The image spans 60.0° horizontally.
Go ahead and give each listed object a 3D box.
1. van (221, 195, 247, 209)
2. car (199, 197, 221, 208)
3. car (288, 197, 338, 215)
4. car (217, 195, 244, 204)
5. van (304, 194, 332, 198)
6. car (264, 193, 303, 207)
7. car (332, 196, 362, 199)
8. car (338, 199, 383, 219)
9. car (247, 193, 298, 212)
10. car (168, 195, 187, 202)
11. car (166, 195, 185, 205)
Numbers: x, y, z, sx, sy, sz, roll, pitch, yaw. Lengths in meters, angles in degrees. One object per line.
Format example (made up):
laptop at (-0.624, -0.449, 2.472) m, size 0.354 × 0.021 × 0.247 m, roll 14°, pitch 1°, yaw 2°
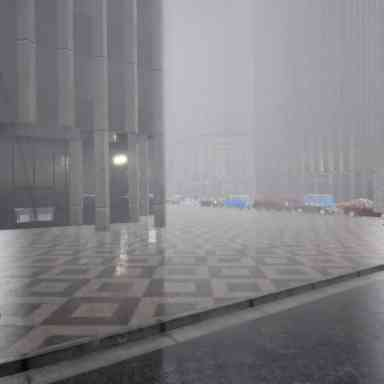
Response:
van at (5.964, 1.294, 42.405) m, size 1.690 × 1.788 × 3.998 m, roll -1°, pitch 1°, yaw -35°
car at (2.756, 1.371, 46.903) m, size 1.967 × 1.590 × 4.097 m, roll -1°, pitch 1°, yaw -35°
car at (12.385, 1.549, 33.412) m, size 2.008 × 1.369 × 4.403 m, roll -1°, pitch 1°, yaw -35°
car at (6.405, 1.296, 56.484) m, size 1.752 × 1.417 × 4.829 m, roll -1°, pitch 1°, yaw -35°
van at (16.125, 1.178, 42.849) m, size 1.690 × 1.788 × 3.998 m, roll -1°, pitch 1°, yaw -35°
car at (12.917, 1.130, 47.347) m, size 2.192 × 1.841 × 5.009 m, roll -1°, pitch 1°, yaw -35°
car at (19.235, 1.385, 38.492) m, size 1.752 × 1.417 × 4.829 m, roll -1°, pitch 1°, yaw -35°
car at (15.595, 1.567, 28.914) m, size 1.887 × 1.381 × 4.507 m, roll -1°, pitch 1°, yaw -35°
car at (9.174, 1.290, 37.907) m, size 2.192 × 1.841 × 5.009 m, roll -1°, pitch 1°, yaw -35°
car at (-3.119, 1.257, 69.842) m, size 2.008 × 1.369 × 4.403 m, roll -1°, pitch 1°, yaw -35°
car at (-3.663, 1.439, 55.899) m, size 2.008 × 1.369 × 4.403 m, roll -1°, pitch 1°, yaw -35°
